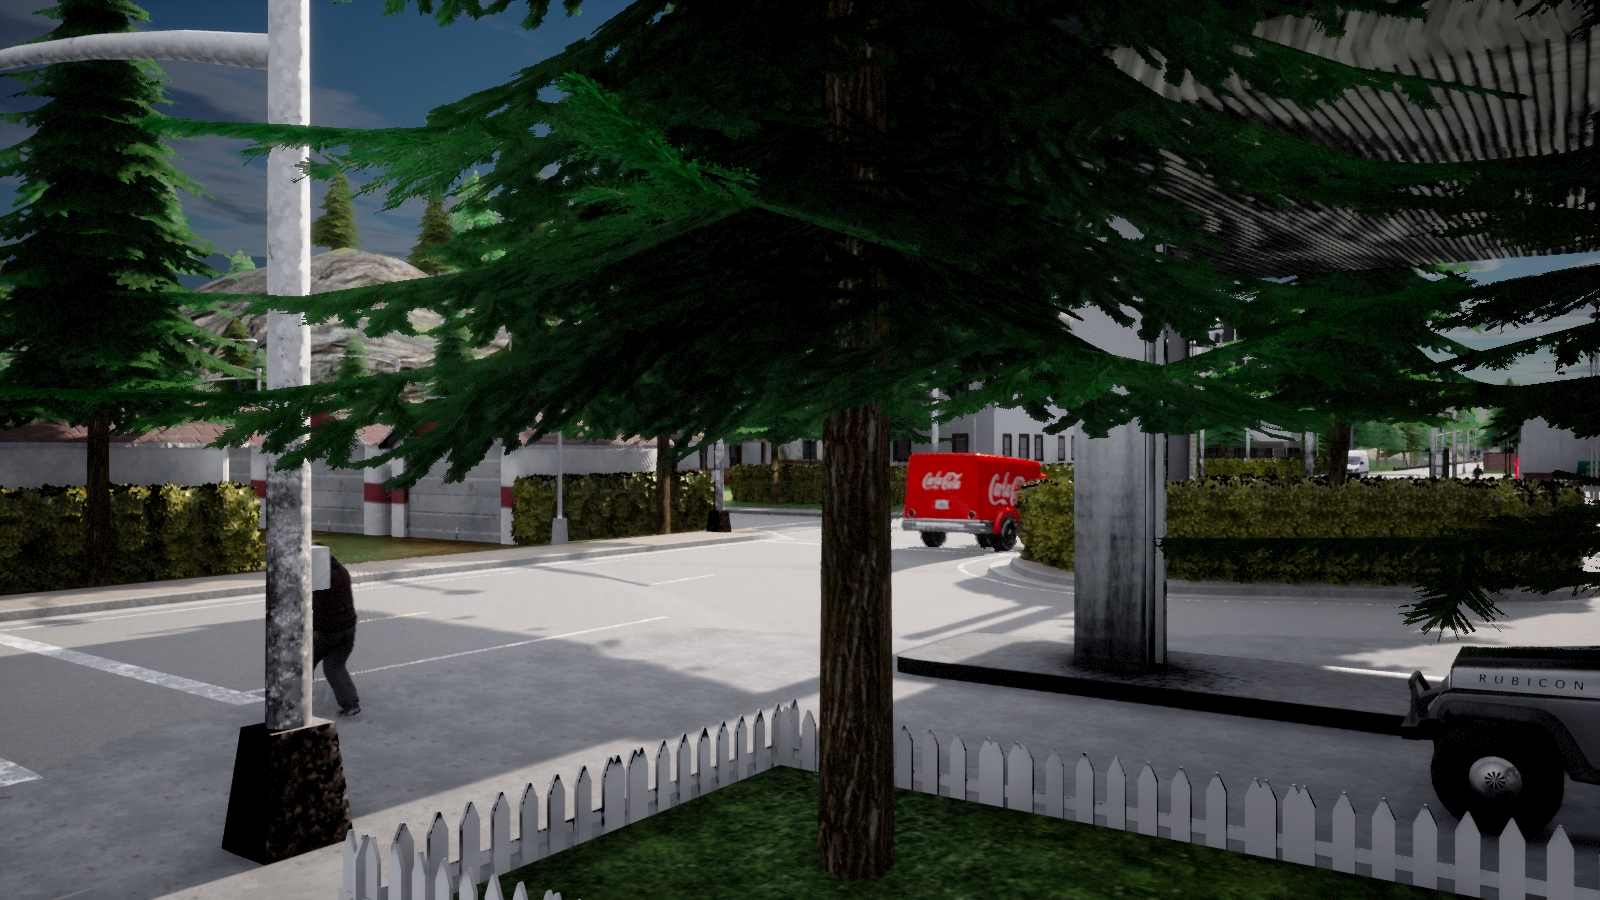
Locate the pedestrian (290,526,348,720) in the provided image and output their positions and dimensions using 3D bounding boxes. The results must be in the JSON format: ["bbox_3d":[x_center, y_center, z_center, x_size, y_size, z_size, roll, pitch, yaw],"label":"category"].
[{"bbox_3d":[-4.793,1.703,11.394,0.375,1.860,0.375,0,0,23],"label":"pedestrian"}]

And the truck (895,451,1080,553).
[{"bbox_3d":[5.205,1.477,31.164,2.627,2.467,5.204,-1,-5,40],"label":"truck"}]
